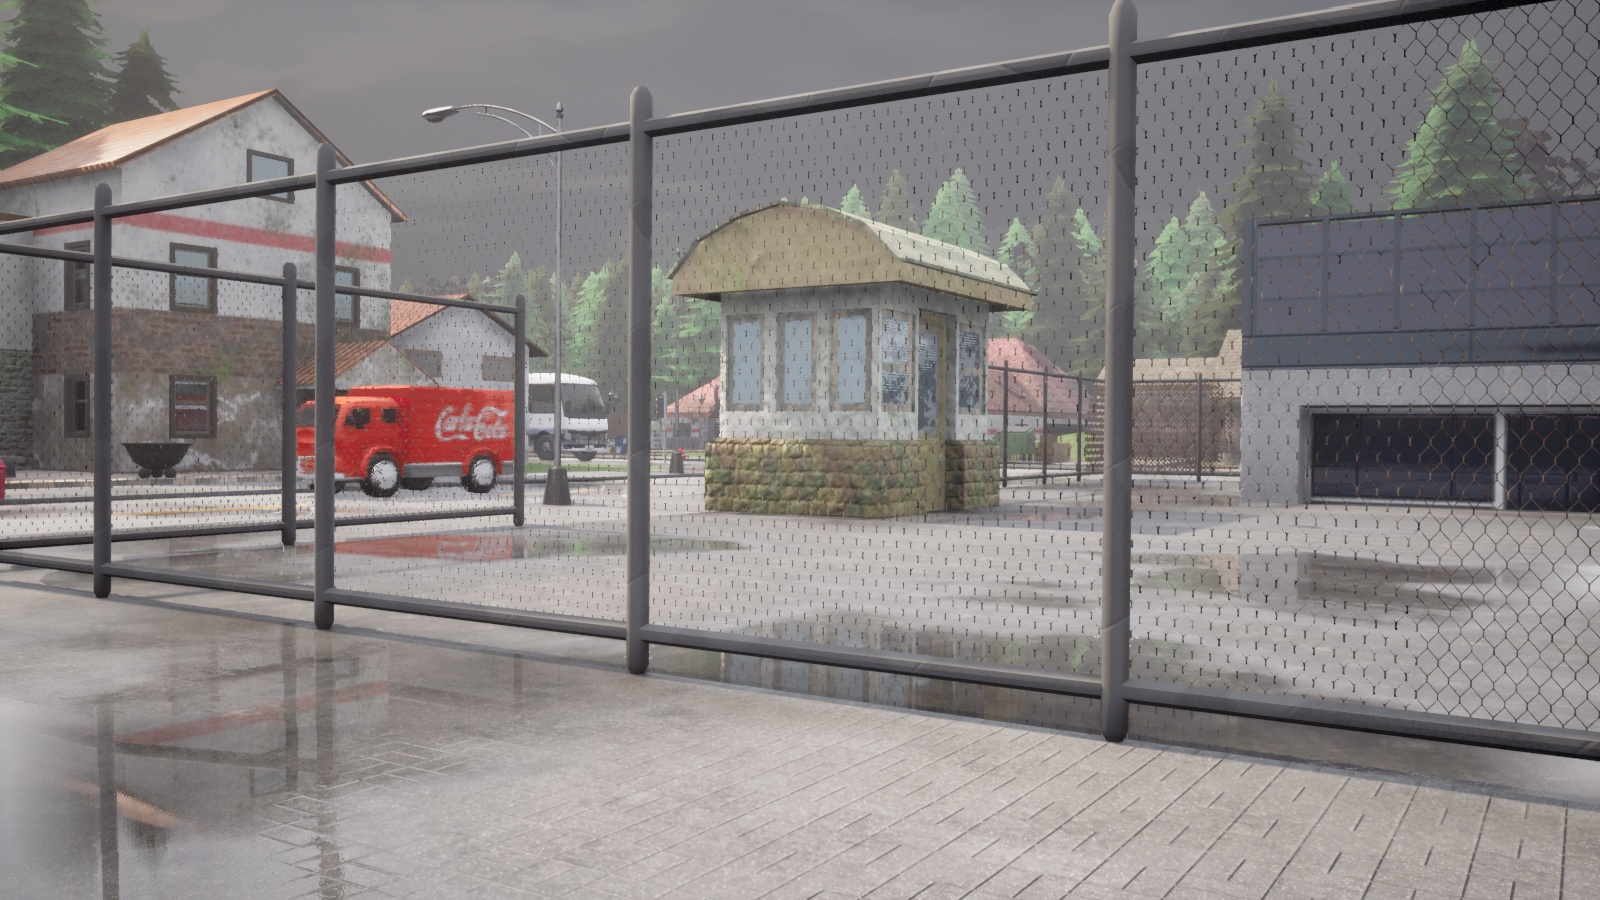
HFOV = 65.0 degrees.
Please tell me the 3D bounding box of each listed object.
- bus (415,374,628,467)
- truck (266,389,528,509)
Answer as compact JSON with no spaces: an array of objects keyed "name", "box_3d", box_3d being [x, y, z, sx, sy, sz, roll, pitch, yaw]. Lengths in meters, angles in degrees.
[{"name":"bus","box_3d":[-13.741,-1.362,61.640,10.273,4.253,3.944,0,1,31]},{"name":"truck","box_3d":[-9.039,-0.066,28.670,2.627,2.467,5.204,0,1,32]}]
